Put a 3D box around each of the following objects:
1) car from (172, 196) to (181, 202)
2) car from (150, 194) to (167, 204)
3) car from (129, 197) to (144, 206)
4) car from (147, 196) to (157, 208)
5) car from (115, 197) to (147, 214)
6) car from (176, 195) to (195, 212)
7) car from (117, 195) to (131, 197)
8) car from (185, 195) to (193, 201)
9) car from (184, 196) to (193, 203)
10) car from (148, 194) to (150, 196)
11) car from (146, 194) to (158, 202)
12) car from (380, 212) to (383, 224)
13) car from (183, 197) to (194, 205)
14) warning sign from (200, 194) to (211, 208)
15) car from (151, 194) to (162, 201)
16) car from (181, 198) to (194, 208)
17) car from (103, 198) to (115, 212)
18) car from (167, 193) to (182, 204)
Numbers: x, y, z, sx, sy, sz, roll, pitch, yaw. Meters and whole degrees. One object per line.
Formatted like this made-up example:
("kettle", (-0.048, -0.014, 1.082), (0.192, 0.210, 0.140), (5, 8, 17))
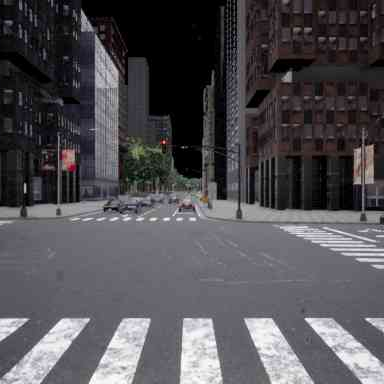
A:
("car", (-3.535, 1.582, 75.638), (1.812, 1.442, 4.674), (0, 0, 0))
("car", (-6.510, 1.573, 64.386), (1.837, 1.490, 4.892), (0, -1, 0))
("car", (-9.186, 1.569, 55.124), (1.752, 1.417, 4.829), (0, 0, 0))
("car", (-6.473, 1.589, 47.085), (1.994, 1.385, 4.181), (0, 0, 0))
("car", (-6.421, 1.547, 35.494), (2.033, 1.411, 5.357), (0, 0, -1))
("car", (-0.572, 1.448, 39.061), (1.967, 1.590, 4.097), (0, 0, 0))
("car", (-9.128, 1.335, 44.443), (2.192, 1.841, 5.009), (0, 0, 0))
("car", (-0.844, 1.573, 87.885), (1.967, 1.590, 4.097), (0, 0, 0))
("car", (-0.754, 1.611, 71.780), (1.752, 1.417, 4.829), (0, 0, 0))
("car", (-9.278, 1.668, 71.572), (1.802, 1.307, 4.206), (0, 0, 0))
("car", (-9.309, 1.416, 76.998), (2.192, 1.841, 5.009), (0, 0, 0))
("car", (14.997, 1.457, 21.005), (5.566, 2.045, 2.150), (1, 0, 0))
("car", (-0.693, 1.602, 60.760), (1.887, 1.381, 4.507), (0, 0, 0))
("warning sign", (1.718, 1.131, 42.744), (1.300, 1.860, 1.060), (0, 0, 0))
("car", (-9.370, 1.448, 87.850), (2.192, 1.841, 5.009), (0, 0, 0))
("car", (-0.632, 1.614, 49.910), (1.802, 1.307, 4.206), (0, 0, 0))
("car", (-9.097, 1.573, 39.016), (1.947, 1.339, 4.313), (0, 0, 0))
("car", (-3.480, 1.422, 65.600), (2.097, 1.767, 4.553), (0, 0, 0))
